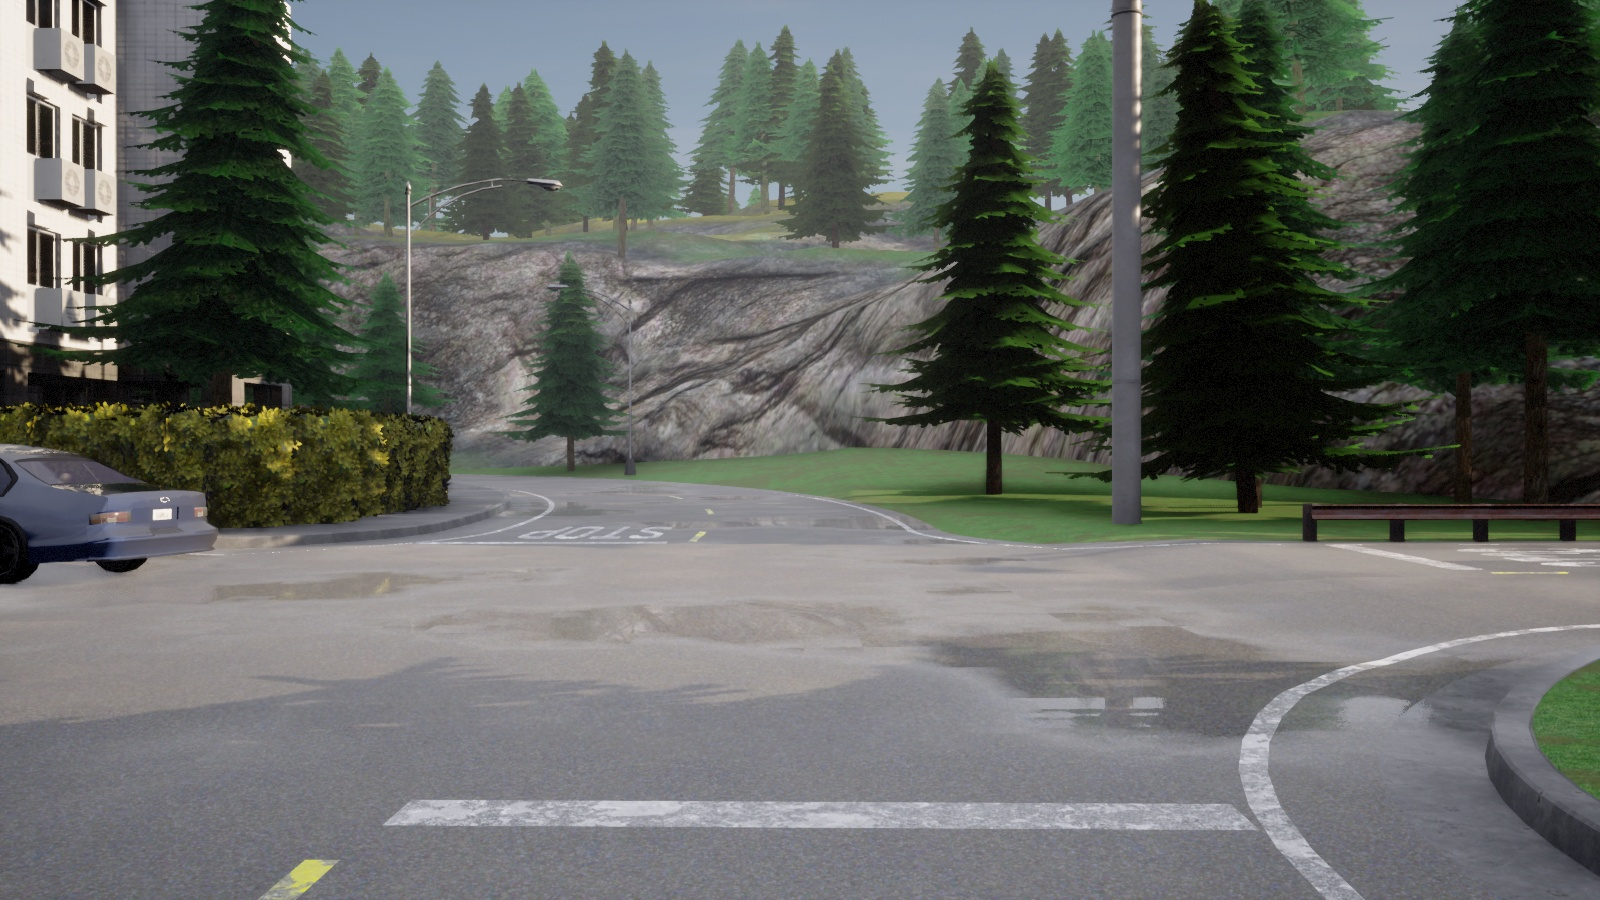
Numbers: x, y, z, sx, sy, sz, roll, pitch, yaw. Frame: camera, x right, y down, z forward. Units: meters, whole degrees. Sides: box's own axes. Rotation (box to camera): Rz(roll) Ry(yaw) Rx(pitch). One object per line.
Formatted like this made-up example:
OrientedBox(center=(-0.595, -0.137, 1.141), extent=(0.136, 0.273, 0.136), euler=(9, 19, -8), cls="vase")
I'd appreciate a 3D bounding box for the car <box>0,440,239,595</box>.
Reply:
OrientedBox(center=(-9.259, 0.604, 13.918), extent=(5.357, 1.411, 2.033), euler=(3, 0, 13), cls="car")
